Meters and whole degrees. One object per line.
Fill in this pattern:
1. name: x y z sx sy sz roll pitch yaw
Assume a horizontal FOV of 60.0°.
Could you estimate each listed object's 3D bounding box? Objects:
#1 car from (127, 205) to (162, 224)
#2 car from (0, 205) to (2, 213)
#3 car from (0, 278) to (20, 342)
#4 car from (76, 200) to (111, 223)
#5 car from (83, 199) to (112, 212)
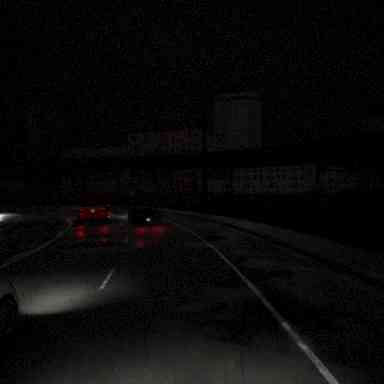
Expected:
1. car: -3.640 1.584 24.630 1.895 1.301 4.718 -1 0 -18
2. car: -23.320 1.685 38.181 2.128 1.511 4.902 -1 0 -41
3. car: -3.635 1.534 3.458 1.812 1.442 4.674 0 0 -2
4. car: -7.806 1.369 25.732 2.097 1.767 4.553 -1 0 -20
5. car: -11.553 1.612 40.401 1.895 1.301 4.718 -1 0 -34
